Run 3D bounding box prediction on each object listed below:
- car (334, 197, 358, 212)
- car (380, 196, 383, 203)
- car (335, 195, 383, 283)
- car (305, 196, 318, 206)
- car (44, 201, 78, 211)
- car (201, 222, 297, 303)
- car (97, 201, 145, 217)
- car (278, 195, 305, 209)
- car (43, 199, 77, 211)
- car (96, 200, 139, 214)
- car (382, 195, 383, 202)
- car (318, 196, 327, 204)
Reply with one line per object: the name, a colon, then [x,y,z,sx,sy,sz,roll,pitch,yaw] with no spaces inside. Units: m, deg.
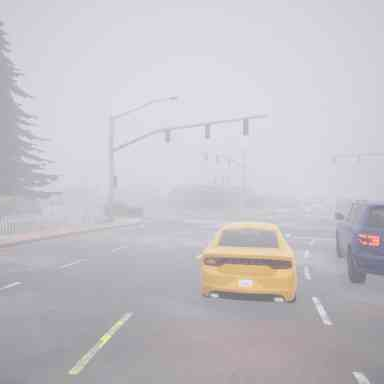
car: [18.623,1.478,40.126,1.882,1.535,5.008,0,0,33]
car: [40.376,1.540,69.235,2.033,1.411,5.357,0,0,31]
car: [5.436,1.221,9.406,2.150,2.045,5.566,0,0,19]
car: [18.602,1.526,53.868,1.812,1.442,4.674,0,0,32]
car: [-14.627,1.581,37.205,4.674,1.442,1.812,0,0,32]
car: [1.475,1.478,8.368,1.882,1.535,5.008,0,0,12]
car: [-6.844,1.656,32.362,4.718,1.301,1.895,0,0,32]
car: [13.260,1.547,45.125,2.033,1.411,5.357,0,0,31]
car: [-16.989,1.618,42.772,4.181,1.385,1.994,0,0,32]
car: [-8.451,1.656,37.475,4.718,1.301,1.895,0,0,32]
car: [45.735,1.478,78.025,1.882,1.535,5.008,0,0,31]
car: [24.090,1.491,62.737,2.128,1.511,4.902,0,0,32]
